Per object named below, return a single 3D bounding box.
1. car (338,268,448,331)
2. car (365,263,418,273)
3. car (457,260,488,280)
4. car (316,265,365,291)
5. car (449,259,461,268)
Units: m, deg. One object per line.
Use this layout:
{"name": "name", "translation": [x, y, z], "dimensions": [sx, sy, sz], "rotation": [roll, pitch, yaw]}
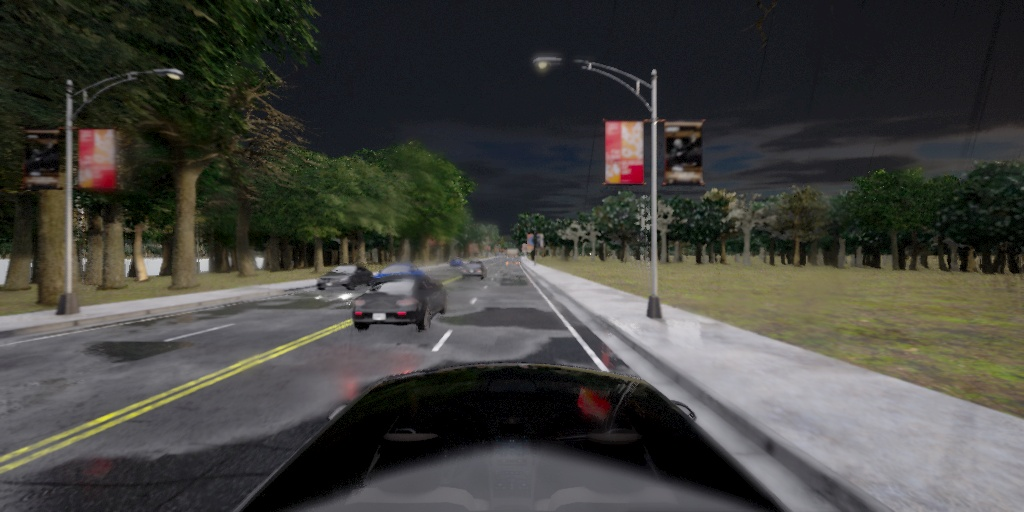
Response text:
{"name": "car", "translation": [-3.151, 1.269, 10.812], "dimensions": [1.812, 1.442, 4.674], "rotation": [0, 0, 0]}
{"name": "car", "translation": [-6.635, 1.216, 21.285], "dimensions": [1.882, 1.535, 5.008], "rotation": [0, 0, 0]}
{"name": "car", "translation": [-3.203, 1.283, 31.247], "dimensions": [2.033, 1.411, 5.357], "rotation": [0, 0, 0]}
{"name": "car", "translation": [-9.886, 1.264, 21.688], "dimensions": [1.812, 1.442, 4.674], "rotation": [0, 0, 0]}
{"name": "car", "translation": [-9.740, 1.217, 63.047], "dimensions": [1.882, 1.535, 5.008], "rotation": [0, 0, 1]}
